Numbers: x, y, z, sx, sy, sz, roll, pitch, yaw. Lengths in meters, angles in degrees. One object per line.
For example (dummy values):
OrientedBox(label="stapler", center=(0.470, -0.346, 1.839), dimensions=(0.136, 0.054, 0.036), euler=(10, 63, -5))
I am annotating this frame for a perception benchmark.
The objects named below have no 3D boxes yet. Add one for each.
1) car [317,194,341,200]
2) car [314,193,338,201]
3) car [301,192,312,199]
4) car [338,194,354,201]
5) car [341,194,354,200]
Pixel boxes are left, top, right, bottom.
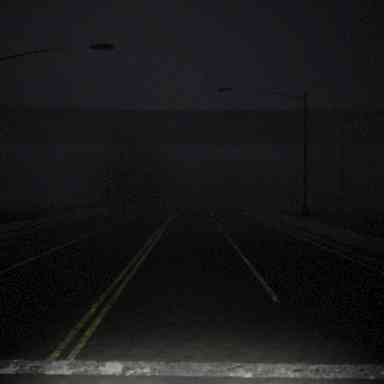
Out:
OrientedBox(label="car", center=(29.317, 1.074, 71.333), dimensions=(1.853, 1.218, 4.536), euler=(0, 0, -29))
OrientedBox(label="car", center=(29.342, 1.232, 71.288), dimensions=(2.038, 1.542, 4.974), euler=(0, 0, -29))
OrientedBox(label="car", center=(29.766, 1.004, 90.113), dimensions=(4.536, 1.218, 1.853), euler=(0, 0, -39))
OrientedBox(label="car", center=(32.379, 1.244, 69.121), dimensions=(2.038, 1.542, 4.974), euler=(0, 0, 31))
OrientedBox(label="car", center=(32.406, 1.087, 69.165), dimensions=(1.853, 1.218, 4.536), euler=(0, 0, 31))
